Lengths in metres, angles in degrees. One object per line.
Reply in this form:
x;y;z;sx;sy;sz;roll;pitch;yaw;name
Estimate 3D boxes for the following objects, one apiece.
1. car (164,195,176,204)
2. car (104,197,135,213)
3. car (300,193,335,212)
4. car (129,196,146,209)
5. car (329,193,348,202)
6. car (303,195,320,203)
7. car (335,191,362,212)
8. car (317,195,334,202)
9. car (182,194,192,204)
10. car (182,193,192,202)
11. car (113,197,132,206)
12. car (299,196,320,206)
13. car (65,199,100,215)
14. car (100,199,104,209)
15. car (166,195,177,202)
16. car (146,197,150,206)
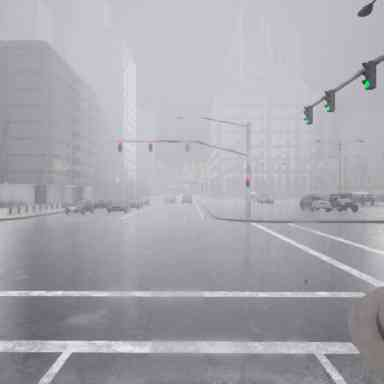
-4.511;1.564;65.605;1.994;1.385;4.181;0;0;0;car
-7.963;1.564;36.774;1.994;1.385;4.181;0;0;0;car
13.191;1.153;35.769;1.932;1.855;4.605;0;0;0;car
-8.006;1.352;45.476;2.097;1.767;4.553;0;0;0;car
30.086;1.153;68.360;1.932;1.855;4.605;0;0;0;car
24.508;1.395;68.301;1.970;1.475;3.806;0;0;0;car
16.085;1.156;35.719;1.905;1.878;3.866;0;0;0;car
27.403;1.364;68.305;1.784;1.438;3.905;0;0;0;car
-1.011;1.601;65.703;1.895;1.301;4.718;0;0;0;car
-1.056;1.181;74.431;2.097;1.767;4.553;0;0;0;car
-11.549;1.547;55.592;2.033;1.411;5.357;0;0;0;car
18.763;1.395;53.190;1.970;1.475;3.806;0;0;0;car
-11.450;1.491;34.182;2.128;1.511;4.902;0;0;0;car
-11.497;1.601;43.450;1.895;1.301;4.718;0;0;0;car
-4.556;1.351;74.443;2.128;1.511;4.902;0;0;0;car
-8.046;1.491;55.360;2.128;1.511;4.902;0;0;0;car
